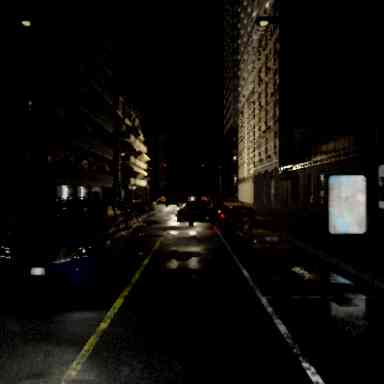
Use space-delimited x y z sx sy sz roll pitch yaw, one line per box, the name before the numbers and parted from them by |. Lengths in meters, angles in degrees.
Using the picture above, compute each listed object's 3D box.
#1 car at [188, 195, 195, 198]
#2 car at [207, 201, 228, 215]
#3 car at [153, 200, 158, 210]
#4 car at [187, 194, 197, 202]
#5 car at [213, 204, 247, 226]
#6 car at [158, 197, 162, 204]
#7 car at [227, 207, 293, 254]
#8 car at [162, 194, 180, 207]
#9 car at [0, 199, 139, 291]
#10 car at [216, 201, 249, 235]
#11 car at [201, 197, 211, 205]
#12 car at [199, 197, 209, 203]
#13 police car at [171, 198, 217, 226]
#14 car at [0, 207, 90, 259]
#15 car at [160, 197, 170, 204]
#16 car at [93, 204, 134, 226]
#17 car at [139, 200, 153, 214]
car | -0.012 1.659 59.829 2.128 1.511 4.902 0 0 0
car | 2.683 1.660 35.927 1.947 1.339 4.313 0 0 0
car | -5.699 1.635 41.404 1.752 1.417 4.829 0 0 0
car | -0.015 1.446 75.988 2.097 1.767 4.553 0 0 0
car | 2.685 1.613 24.630 2.008 1.369 4.403 0 0 0
car | -5.704 1.621 64.167 1.967 1.590 4.097 0 0 0
car | 2.688 1.559 13.503 1.752 1.417 4.829 0 0 0
car | -3.072 1.369 53.290 2.150 2.045 5.566 0 0 0
car | -3.100 1.245 9.450 2.150 2.045 5.566 0 0 0
car | 2.687 1.488 18.980 1.967 1.590 4.097 0 0 0
car | 2.677 1.726 64.169 1.887 1.381 4.507 0 0 0
car | 2.674 1.770 75.466 2.008 1.369 4.403 0 0 0
police car | 0.243 1.486 24.127 1.930 1.638 5.238 0 0 -18
car | -5.693 1.474 13.331 1.967 1.590 4.097 0 0 0
car | -5.705 1.782 69.815 1.802 1.307 4.206 0 0 0
car | -5.695 1.613 24.627 2.008 1.369 4.403 0 0 0
car | -5.698 1.660 35.924 1.947 1.339 4.313 0 0 0
